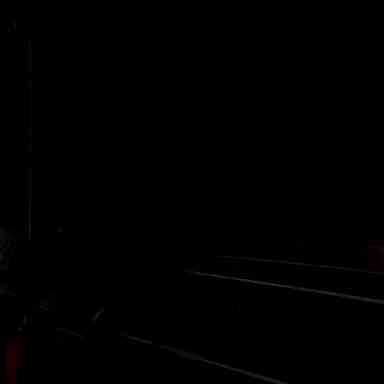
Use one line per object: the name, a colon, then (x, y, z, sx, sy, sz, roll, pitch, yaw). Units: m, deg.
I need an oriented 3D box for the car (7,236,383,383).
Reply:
car: (0.573, 1.315, 2.666, 5.009, 1.841, 2.192, 0, 0, 35)
